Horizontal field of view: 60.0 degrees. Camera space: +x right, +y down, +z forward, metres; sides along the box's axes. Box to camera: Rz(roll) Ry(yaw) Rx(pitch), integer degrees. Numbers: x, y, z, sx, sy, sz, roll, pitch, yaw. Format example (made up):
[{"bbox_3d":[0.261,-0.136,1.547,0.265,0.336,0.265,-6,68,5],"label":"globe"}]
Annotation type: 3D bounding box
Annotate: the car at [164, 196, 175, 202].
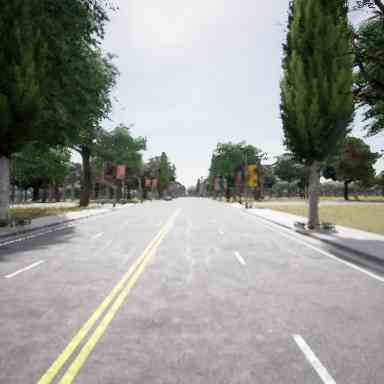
[{"bbox_3d":[-6.463,1.875,90.428,1.812,1.442,4.674,0,0,0],"label":"car"}]
